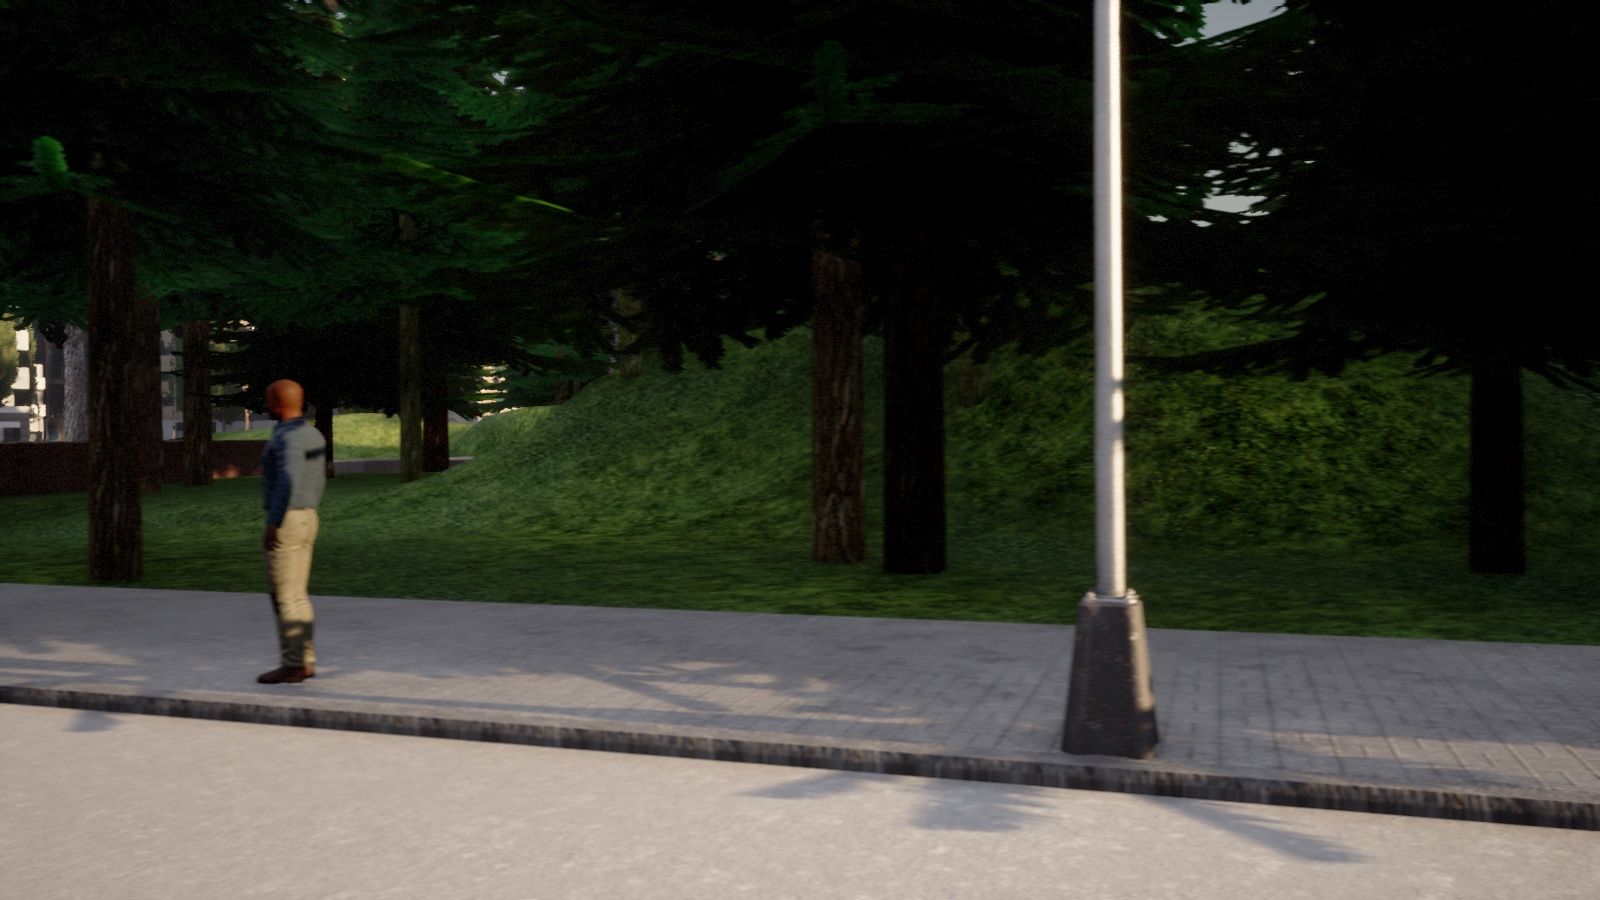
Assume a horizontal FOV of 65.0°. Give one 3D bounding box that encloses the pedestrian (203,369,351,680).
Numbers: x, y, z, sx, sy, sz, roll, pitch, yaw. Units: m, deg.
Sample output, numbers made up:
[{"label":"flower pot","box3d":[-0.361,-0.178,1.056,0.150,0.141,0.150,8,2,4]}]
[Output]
[{"label":"pedestrian","box3d":[-3.166,0.437,7.625,0.726,1.835,0.370,0,1,5]}]
